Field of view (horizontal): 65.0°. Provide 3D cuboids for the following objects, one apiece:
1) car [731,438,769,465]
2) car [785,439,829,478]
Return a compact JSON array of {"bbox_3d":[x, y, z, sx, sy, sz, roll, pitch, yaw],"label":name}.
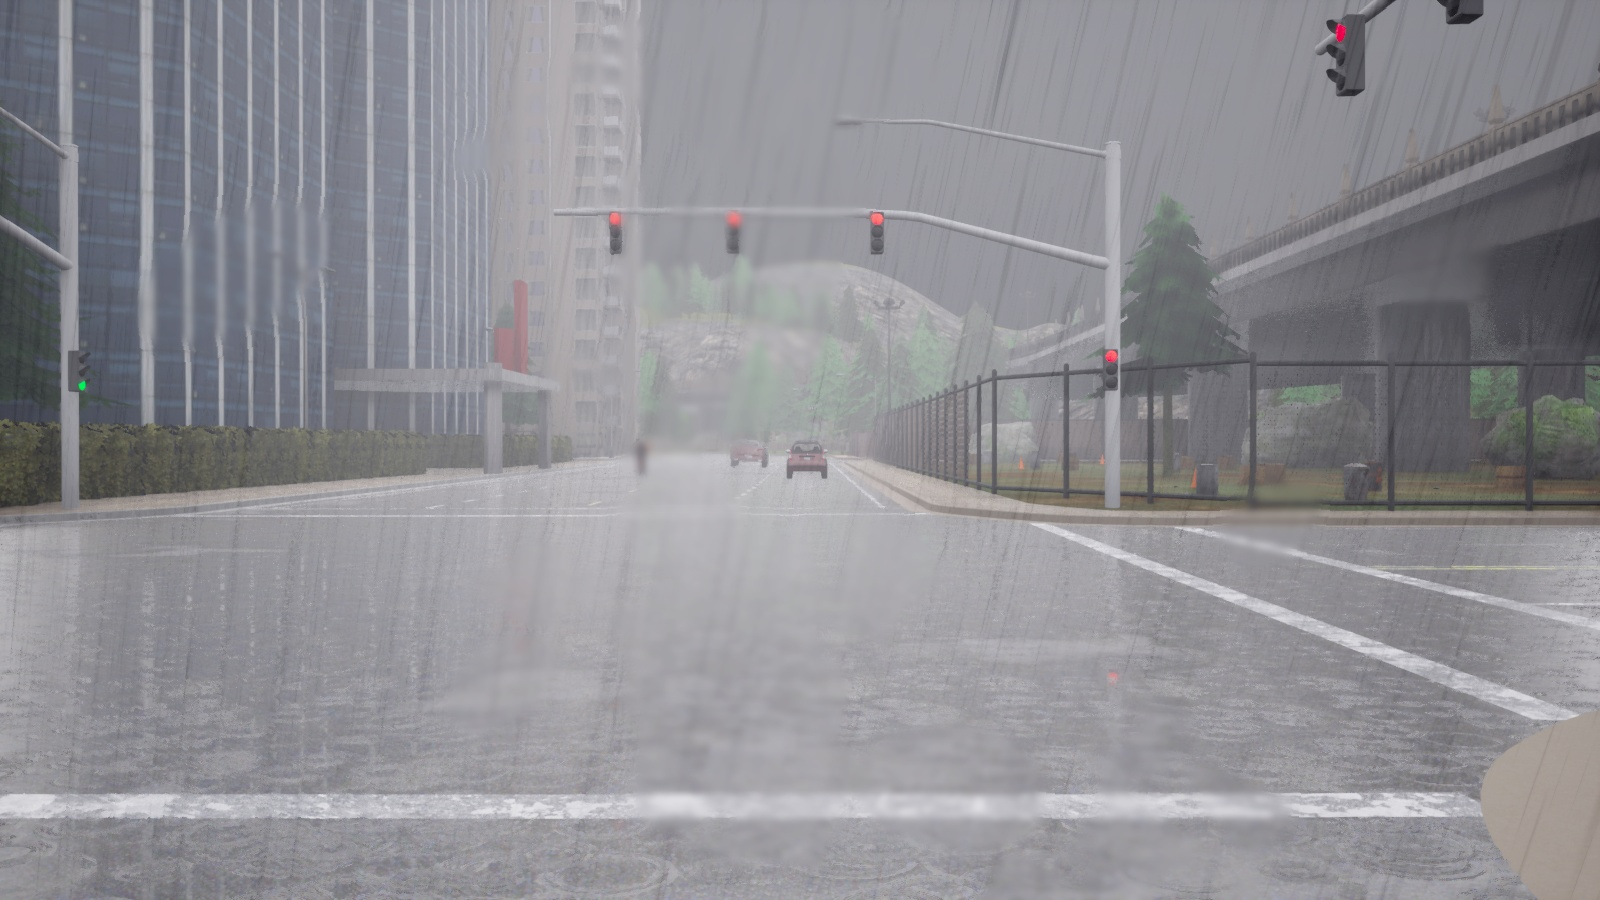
[{"bbox_3d":[-3.075,0.080,78.337,2.152,1.651,5.027,0,0,0],"label":"car"},{"bbox_3d":[0.300,0.337,54.603,1.851,1.617,3.988,0,0,0],"label":"car"}]
